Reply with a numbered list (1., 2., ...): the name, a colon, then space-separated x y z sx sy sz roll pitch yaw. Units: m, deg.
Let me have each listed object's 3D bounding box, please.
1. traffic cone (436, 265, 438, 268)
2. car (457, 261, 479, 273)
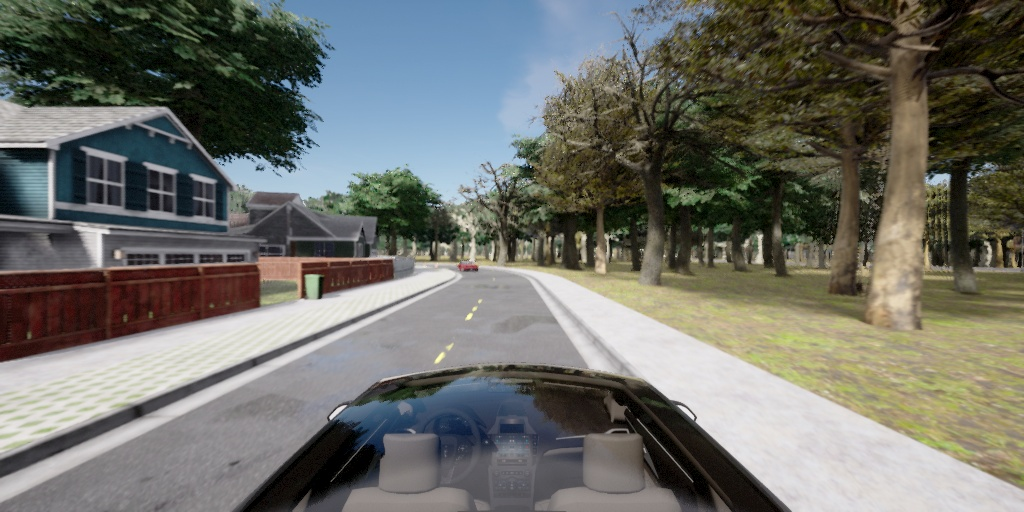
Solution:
1. traffic cone: -10.968 1.438 52.293 0.340 0.580 0.340 0 0 -31
2. car: -4.971 1.178 40.638 1.895 1.301 4.718 0 0 -16
